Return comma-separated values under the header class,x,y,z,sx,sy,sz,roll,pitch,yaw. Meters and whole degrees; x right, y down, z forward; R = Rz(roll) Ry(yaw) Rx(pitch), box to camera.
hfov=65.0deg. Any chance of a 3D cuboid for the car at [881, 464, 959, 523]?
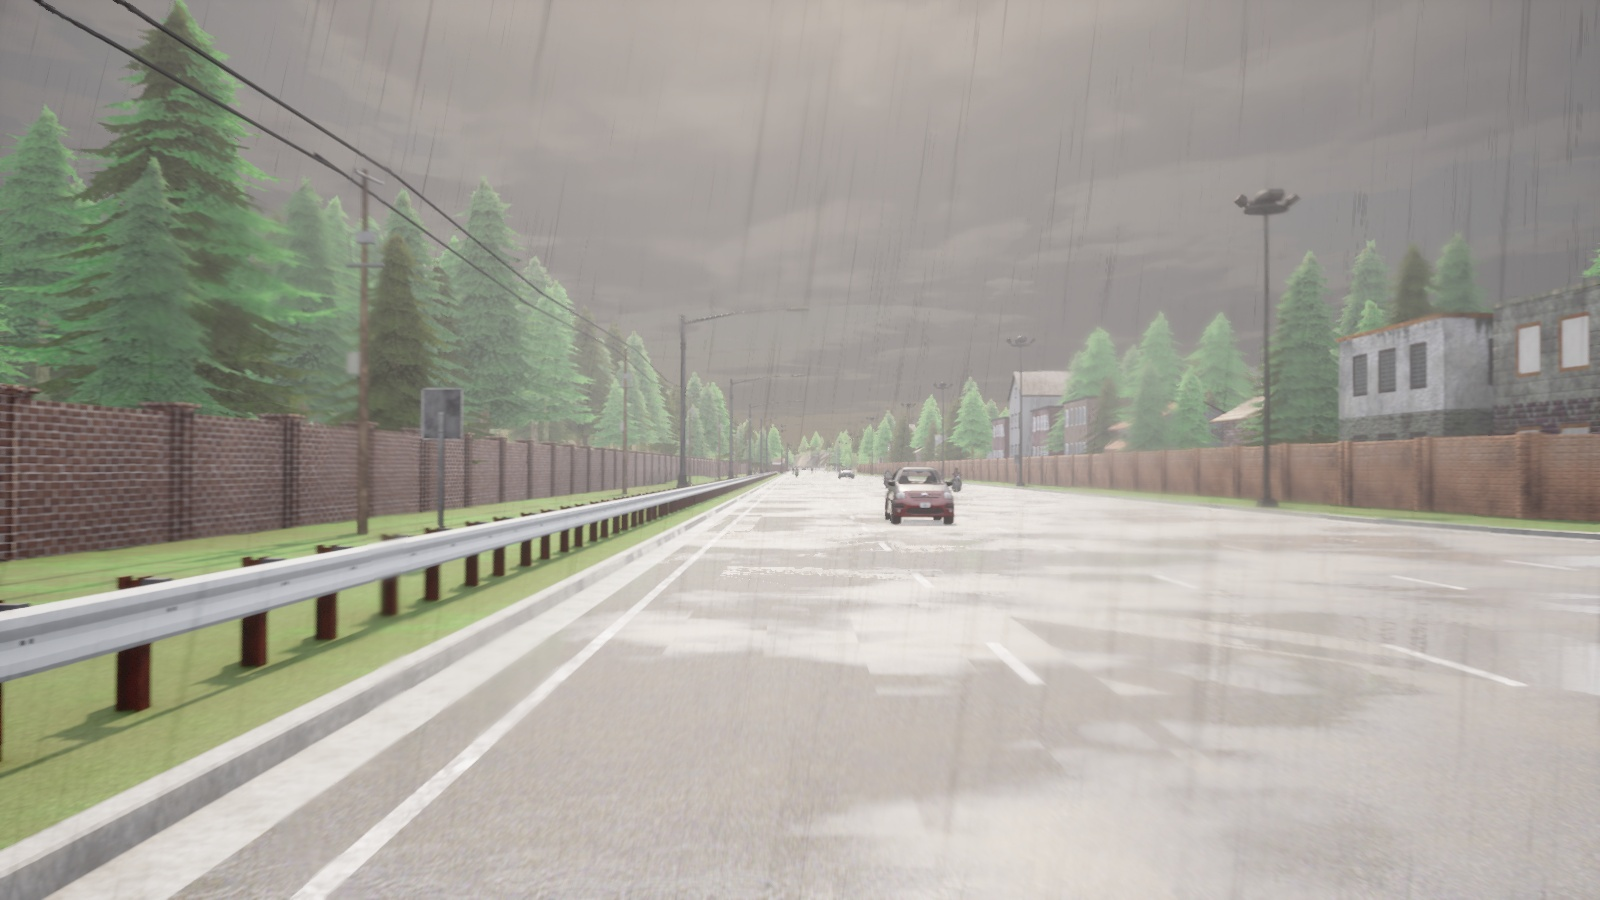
class,x,y,z,sx,sy,sz,roll,pitch,yaw
car,3.413,1.212,36.315,1.851,1.617,3.988,0,-1,0
